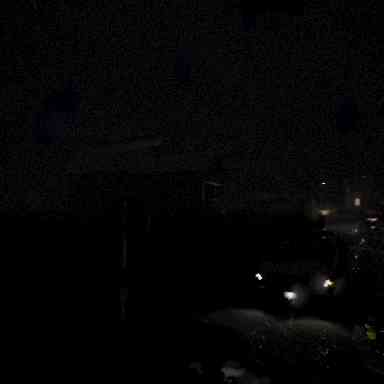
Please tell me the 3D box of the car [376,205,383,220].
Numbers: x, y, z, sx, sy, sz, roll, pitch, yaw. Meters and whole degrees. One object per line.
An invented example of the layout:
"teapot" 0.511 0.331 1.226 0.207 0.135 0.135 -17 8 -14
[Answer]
"car" 22.275 2.510 37.818 1.994 1.385 4.181 -1 -2 29

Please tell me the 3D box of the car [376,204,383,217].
"car" 27.016 2.550 46.497 2.097 1.767 4.553 -1 -2 29

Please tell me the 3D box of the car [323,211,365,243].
"car" 8.590 2.002 18.881 1.812 1.442 4.674 -1 -2 29

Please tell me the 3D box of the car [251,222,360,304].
"car" 3.286 1.786 9.168 2.033 1.411 5.357 -1 -2 29

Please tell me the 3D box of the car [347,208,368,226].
"car" 15.243 2.280 31.025 2.128 1.511 4.902 -1 -2 29
